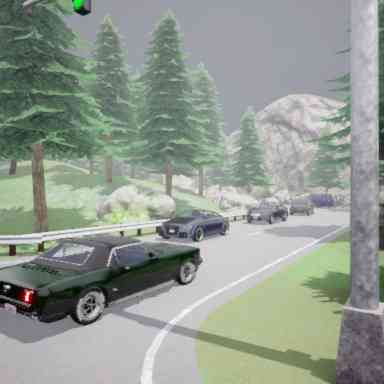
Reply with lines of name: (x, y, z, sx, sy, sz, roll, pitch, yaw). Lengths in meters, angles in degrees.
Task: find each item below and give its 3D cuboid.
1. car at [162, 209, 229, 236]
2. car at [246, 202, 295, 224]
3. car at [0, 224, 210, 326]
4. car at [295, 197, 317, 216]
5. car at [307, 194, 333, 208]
car: (0.199, 1.575, 16.613, 1.994, 1.385, 4.181, 0, 0, 34)
car: (5.706, 1.503, 24.895, 2.128, 1.511, 4.902, 0, 0, 34)
car: (-1.700, 1.624, 7.244, 1.895, 1.301, 4.718, 0, 0, 34)
car: (11.145, 1.516, 33.544, 1.837, 1.490, 4.892, 0, 0, 27)
car: (17.834, 1.310, 48.036, 2.150, 2.045, 5.566, 3, -1, -19)
